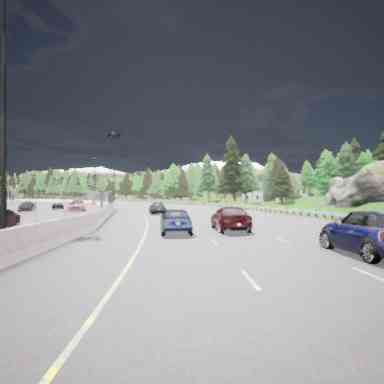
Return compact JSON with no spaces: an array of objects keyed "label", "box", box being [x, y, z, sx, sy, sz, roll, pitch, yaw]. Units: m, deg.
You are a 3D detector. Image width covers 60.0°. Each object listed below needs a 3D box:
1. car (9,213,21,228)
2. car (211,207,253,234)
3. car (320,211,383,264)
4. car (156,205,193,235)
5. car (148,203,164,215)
[{"label":"car","box":[-11.684,1.730,19.330,1.882,1.535,5.008,0,-1,-6]},{"label":"car","box":[2.390,1.702,21.126,1.882,1.535,5.008,0,-1,-6]},{"label":"car","box":[6.619,1.467,12.420,2.097,1.767,4.553,0,-1,-3]},{"label":"car","box":[-1.017,1.775,20.388,2.033,1.411,5.357,0,-1,-6]},{"label":"car","box":[-4.314,2.031,41.288,1.994,1.385,4.181,0,-1,-12]}]
